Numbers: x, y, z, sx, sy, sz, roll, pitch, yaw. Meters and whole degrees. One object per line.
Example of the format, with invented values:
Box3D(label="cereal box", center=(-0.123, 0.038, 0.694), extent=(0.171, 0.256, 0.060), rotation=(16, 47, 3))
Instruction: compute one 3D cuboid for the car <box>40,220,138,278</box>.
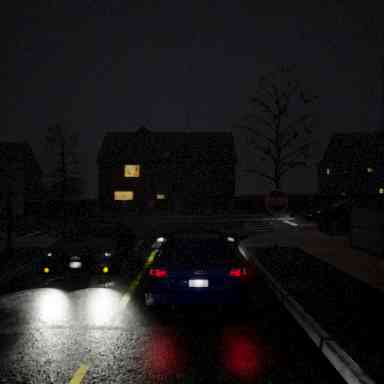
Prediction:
Box3D(label="car", center=(-2.828, 1.563, 9.988), extent=(1.994, 1.385, 4.181), rotation=(0, 0, -1))

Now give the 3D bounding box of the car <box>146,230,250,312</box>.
Box3D(label="car", center=(0.092, 1.564, 7.818), extent=(1.994, 1.385, 4.181), rotation=(0, 0, -1))

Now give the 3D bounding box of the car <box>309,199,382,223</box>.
Box3D(label="car", center=(10.133, 1.219, 21.941), extent=(4.674, 1.442, 1.812), rotation=(-1, 1, 0))
